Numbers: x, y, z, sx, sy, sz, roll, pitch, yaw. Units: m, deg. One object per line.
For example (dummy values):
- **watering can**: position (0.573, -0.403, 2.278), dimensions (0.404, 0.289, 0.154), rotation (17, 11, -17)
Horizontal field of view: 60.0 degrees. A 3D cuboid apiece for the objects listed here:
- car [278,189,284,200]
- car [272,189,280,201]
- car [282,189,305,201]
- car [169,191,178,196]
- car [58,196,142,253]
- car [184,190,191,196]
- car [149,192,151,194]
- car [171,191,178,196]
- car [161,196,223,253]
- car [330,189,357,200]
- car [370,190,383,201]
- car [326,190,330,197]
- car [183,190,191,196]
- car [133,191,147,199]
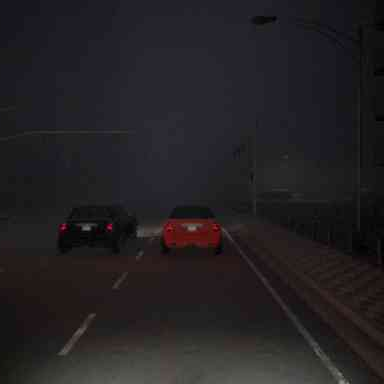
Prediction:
- **car**: position (20.760, 0.644, 70.083), dimensions (3.905, 1.438, 1.784), rotation (0, 1, 0)
- **car**: position (20.695, 0.404, 72.763), dimensions (4.605, 1.855, 1.932), rotation (0, 1, 0)
- **car**: position (20.775, 0.708, 67.188), dimensions (3.806, 1.475, 1.970), rotation (0, 1, 0)
- **car**: position (-4.729, 0.427, 83.803), dimensions (2.097, 1.767, 4.553), rotation (0, 1, -1)
- **car**: position (-3.487, 1.204, 13.127), dimensions (2.097, 1.767, 4.553), rotation (0, 1, 0)
- **car**: position (-1.357, 0.322, 93.975), dimensions (1.837, 1.490, 4.892), rotation (0, 1, -1)
- **car**: position (-11.788, 0.248, 88.428), dimensions (2.033, 1.411, 5.357), rotation (0, 1, -1)
- **car**: position (-4.857, 0.417, 93.961), dimensions (1.895, 1.301, 4.718), rotation (0, 1, -1)
- **car**: position (0.012, 1.205, 13.133), dimensions (2.097, 1.767, 4.553), rotation (0, 1, 0)
- **car**: position (35.725, 0.342, 78.398), dimensions (4.605, 1.855, 1.932), rotation (0, 1, 0)
- **car**: position (35.909, 0.771, 61.505), dimensions (3.806, 1.475, 1.970), rotation (0, 1, 0)
- **car**: position (35.772, 0.521, 81.297), dimensions (3.905, 1.438, 1.784), rotation (0, 1, 0)
- **car**: position (-1.229, 0.427, 83.847), dimensions (2.097, 1.767, 4.553), rotation (0, 1, -1)
- **car**: position (-11.591, 0.548, 72.828), dimensions (2.097, 1.767, 4.553), rotation (0, 1, -1)
